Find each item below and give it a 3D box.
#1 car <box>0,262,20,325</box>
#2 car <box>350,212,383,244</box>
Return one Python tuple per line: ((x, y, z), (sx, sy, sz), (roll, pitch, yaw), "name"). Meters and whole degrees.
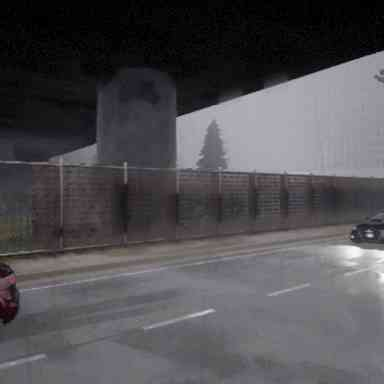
((-4.848, 1.565, 4.825), (4.181, 1.385, 1.994), (0, 0, -35), "car")
((8.695, 1.546, 14.376), (4.181, 1.385, 1.994), (0, 0, -35), "car")
